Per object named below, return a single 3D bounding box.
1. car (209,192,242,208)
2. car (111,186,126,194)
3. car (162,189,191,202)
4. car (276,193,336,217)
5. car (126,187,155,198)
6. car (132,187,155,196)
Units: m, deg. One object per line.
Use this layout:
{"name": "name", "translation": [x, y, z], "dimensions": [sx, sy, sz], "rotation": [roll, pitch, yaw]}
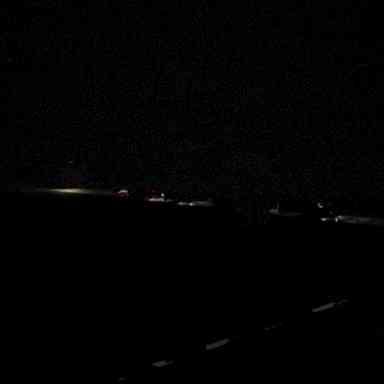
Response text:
{"name": "car", "translation": [3.729, 0.733, 34.064], "dimensions": [2.128, 1.511, 4.902], "rotation": [-3, 4, -35]}
{"name": "car", "translation": [-14.034, -0.494, 64.396], "dimensions": [2.128, 1.511, 4.902], "rotation": [-3, 4, -35]}
{"name": "car", "translation": [-2.031, 0.416, 42.259], "dimensions": [1.837, 1.490, 4.892], "rotation": [-3, 4, -35]}
{"name": "car", "translation": [9.035, 0.900, 26.538], "dimensions": [2.097, 1.767, 4.553], "rotation": [-3, 4, -35]}
{"name": "car", "translation": [-7.786, 0.193, 50.499], "dimensions": [1.895, 1.301, 4.718], "rotation": [-3, 4, -35]}
{"name": "car", "translation": [-8.163, -0.087, 56.070], "dimensions": [1.895, 1.301, 4.718], "rotation": [-3, 4, -35]}
